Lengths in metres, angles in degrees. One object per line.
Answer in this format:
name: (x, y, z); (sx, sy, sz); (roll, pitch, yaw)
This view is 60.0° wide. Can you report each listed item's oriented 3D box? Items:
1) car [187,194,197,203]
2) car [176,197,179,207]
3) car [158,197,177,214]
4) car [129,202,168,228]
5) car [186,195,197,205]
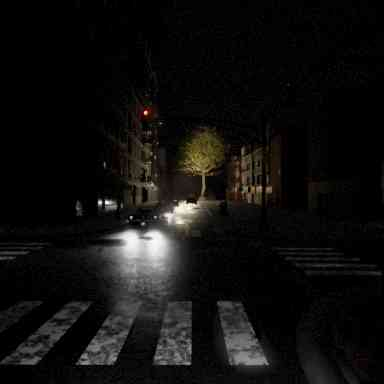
car: (-0.070, 1.330, 69.350); (2.097, 1.767, 4.553); (0, 0, 0)
car: (-2.910, 1.480, 49.781); (1.837, 1.490, 4.892); (0, 0, 0)
car: (-2.929, 1.545, 35.215); (1.994, 1.385, 4.181); (0, 0, 0)
car: (-2.908, 1.590, 21.981); (1.895, 1.301, 4.718); (0, 0, 0)
car: (-0.046, 1.454, 59.375); (1.882, 1.535, 5.008); (0, 0, 0)
